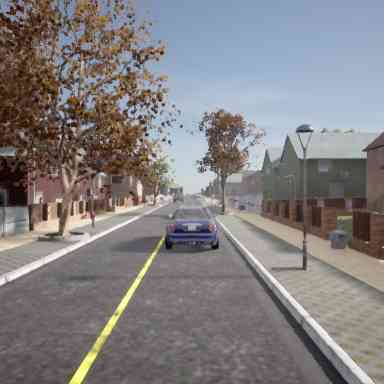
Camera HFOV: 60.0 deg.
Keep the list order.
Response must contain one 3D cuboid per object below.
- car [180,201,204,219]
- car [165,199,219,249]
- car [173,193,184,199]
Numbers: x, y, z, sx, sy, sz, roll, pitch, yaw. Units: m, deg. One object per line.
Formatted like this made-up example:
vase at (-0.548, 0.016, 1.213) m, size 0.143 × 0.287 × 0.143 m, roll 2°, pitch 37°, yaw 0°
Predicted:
car at (0.000, 1.581, 29.655) m, size 1.994 × 1.385 × 4.181 m, roll 0°, pitch 0°, yaw 0°
car at (0.000, 1.370, 14.623) m, size 2.097 × 1.767 × 4.553 m, roll 0°, pitch 0°, yaw 0°
car at (-2.752, 1.210, 68.846) m, size 2.150 × 2.045 × 5.566 m, roll 0°, pitch 0°, yaw 0°
